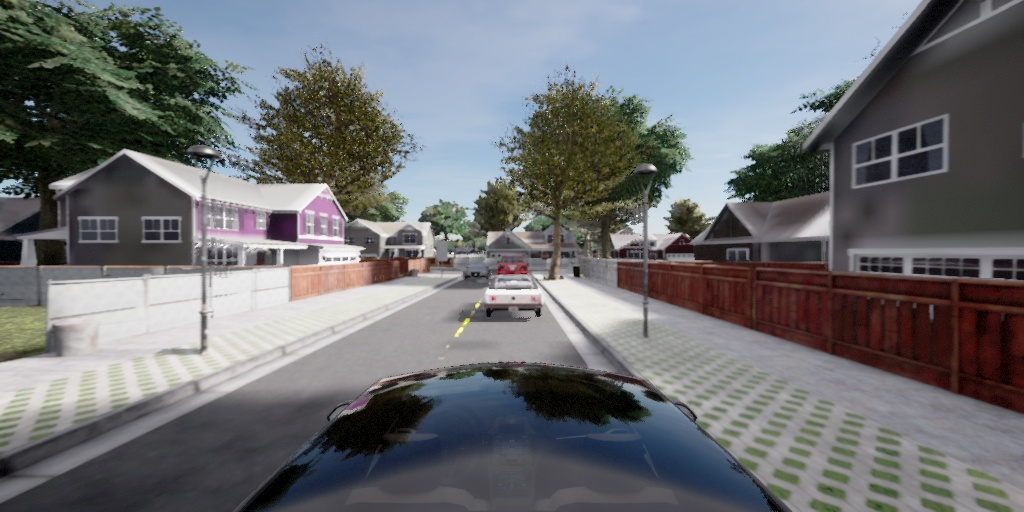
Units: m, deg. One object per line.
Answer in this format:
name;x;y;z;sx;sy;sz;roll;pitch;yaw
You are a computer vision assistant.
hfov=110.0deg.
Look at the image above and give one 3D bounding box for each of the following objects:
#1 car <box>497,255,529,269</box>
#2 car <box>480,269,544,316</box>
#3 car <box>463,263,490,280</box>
car;0.057;0.915;26.823;2.150;2.045;5.566;0;0;1
car;0.066;1.327;13.196;1.895;1.301;4.718;0;0;0
car;-2.816;1.250;29.749;1.994;1.385;4.181;0;0;0
